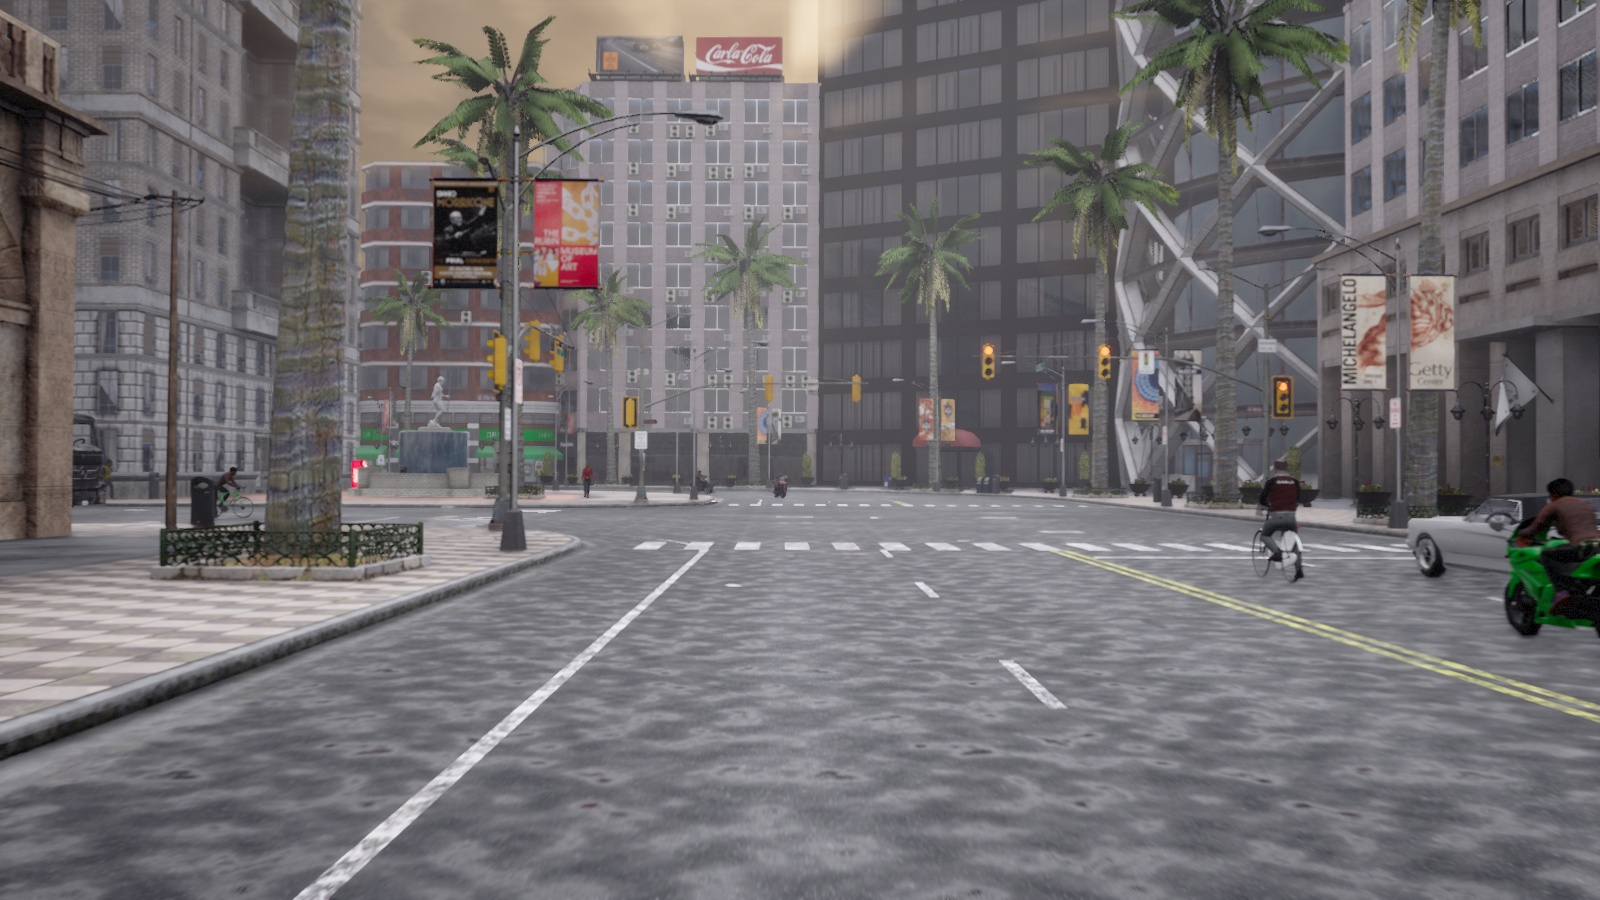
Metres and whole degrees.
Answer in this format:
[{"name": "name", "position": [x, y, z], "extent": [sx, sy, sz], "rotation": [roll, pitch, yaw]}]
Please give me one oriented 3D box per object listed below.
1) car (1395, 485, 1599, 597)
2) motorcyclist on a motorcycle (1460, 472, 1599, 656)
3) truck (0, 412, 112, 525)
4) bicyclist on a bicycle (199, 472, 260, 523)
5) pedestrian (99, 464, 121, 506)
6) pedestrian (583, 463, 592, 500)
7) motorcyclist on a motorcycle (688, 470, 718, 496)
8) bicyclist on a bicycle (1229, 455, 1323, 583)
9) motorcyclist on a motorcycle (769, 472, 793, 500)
[{"name": "car", "position": [10.420, 1.168, 17.644], "extent": [1.895, 1.301, 4.718], "rotation": [0, -1, 0]}, {"name": "motorcyclist on a motorcycle", "position": [6.956, 0.960, 11.423], "extent": [0.797, 1.523, 2.044], "rotation": [0, -1, 0]}, {"name": "truck", "position": [-26.691, 0.610, 40.003], "extent": [7.936, 3.462, 2.891], "rotation": [0, -1, 0]}, {"name": "bicyclist on a bicycle", "position": [-18.192, 1.512, 40.051], "extent": [1.656, 1.620, 0.582], "rotation": [0, -1, 0]}, {"name": "pedestrian", "position": [-30.291, 1.517, 55.117], "extent": [0.709, 1.840, 0.431], "rotation": [0, -1, 5]}, {"name": "pedestrian", "position": [-10.520, 1.554, 62.137], "extent": [0.331, 1.846, 0.636], "rotation": [0, -1, -1]}, {"name": "motorcyclist on a motorcycle", "position": [-6.472, 2.190, 83.537], "extent": [0.766, 1.649, 2.350], "rotation": [0, -1, -39]}, {"name": "bicyclist on a bicycle", "position": [6.932, 0.965, 18.384], "extent": [0.659, 1.776, 1.843], "rotation": [0, -1, 0]}, {"name": "motorcyclist on a motorcycle", "position": [-1.115, 2.066, 72.388], "extent": [0.866, 1.530, 2.191], "rotation": [0, -1, -15]}]
